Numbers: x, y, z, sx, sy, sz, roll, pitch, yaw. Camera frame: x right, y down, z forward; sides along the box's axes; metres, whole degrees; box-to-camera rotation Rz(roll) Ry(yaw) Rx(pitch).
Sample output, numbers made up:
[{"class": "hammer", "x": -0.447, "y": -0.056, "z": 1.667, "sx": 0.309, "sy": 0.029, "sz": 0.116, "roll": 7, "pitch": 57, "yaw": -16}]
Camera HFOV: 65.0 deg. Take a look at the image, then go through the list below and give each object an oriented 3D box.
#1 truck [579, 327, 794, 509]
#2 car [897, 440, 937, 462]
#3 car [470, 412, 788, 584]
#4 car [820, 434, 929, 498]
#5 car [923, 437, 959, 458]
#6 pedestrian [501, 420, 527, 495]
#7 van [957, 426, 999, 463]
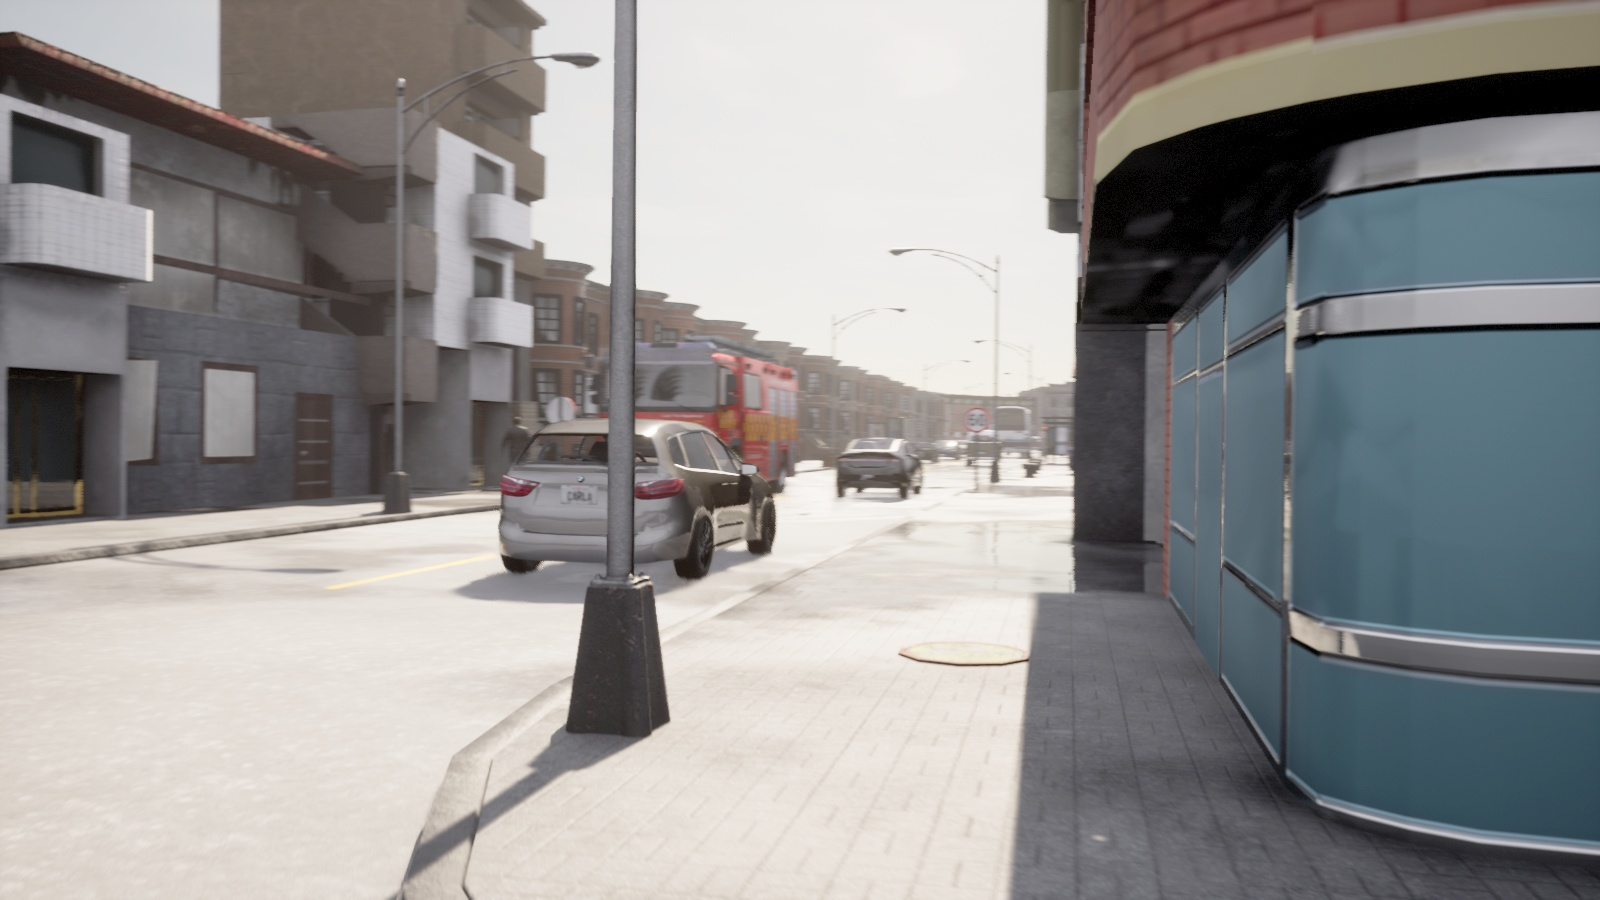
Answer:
[{"class": "truck", "x": -2.446, "y": -0.712, "z": 30.797, "sx": 2.891, "sy": 3.827, "sz": 8.468, "roll": 0, "pitch": 1, "yaw": 12}, {"class": "car", "x": 7.229, "y": 0.044, "z": 77.042, "sx": 1.895, "sy": 1.301, "sz": 4.718, "roll": 0, "pitch": 1, "yaw": 12}, {"class": "car", "x": -1.738, "y": 0.448, "z": 14.629, "sx": 2.242, "sy": 1.667, "sz": 4.611, "roll": 0, "pitch": 1, "yaw": 12}, {"class": "car", "x": 2.034, "y": 0.361, "z": 32.664, "sx": 2.128, "sy": 1.511, "sz": 4.902, "roll": 0, "pitch": 1, "yaw": 12}, {"class": "car", "x": 10.408, "y": -0.224, "z": 92.192, "sx": 2.163, "sy": 1.488, "sz": 4.792, "roll": 0, "pitch": 1, "yaw": 12}, {"class": "pedestrian", "x": -7.219, "y": 0.181, "z": 31.672, "sx": 0.563, "sy": 1.883, "sz": 0.849, "roll": -1, "pitch": 1, "yaw": -17}, {"class": "van", "x": 10.198, "y": -0.302, "z": 71.718, "sx": 2.069, "sy": 2.038, "sz": 4.480, "roll": 0, "pitch": 1, "yaw": 12}]
